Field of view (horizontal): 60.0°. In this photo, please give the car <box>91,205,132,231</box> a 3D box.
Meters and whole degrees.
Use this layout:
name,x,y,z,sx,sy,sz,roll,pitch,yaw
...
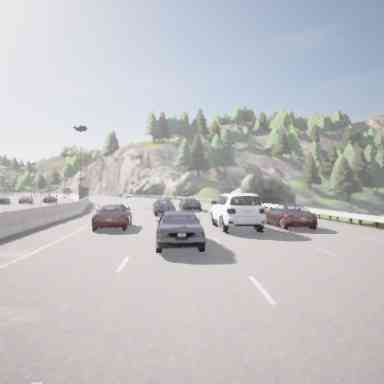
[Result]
name,x,y,z,sx,sy,sz,roll,pitch,yaw
car,-4.701,1.434,19.892,1.994,1.385,4.181,0,0,-6

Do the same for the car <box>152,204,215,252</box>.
name,x,y,z,sx,sy,sz,roll,pitch,yaw
car,-0.534,1.455,13.516,2.033,1.411,5.357,0,0,-4

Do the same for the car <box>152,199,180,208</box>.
name,x,y,z,sx,sy,sz,roll,pitch,yaw
car,-2.631,1.343,30.417,2.033,1.411,5.357,0,0,-10

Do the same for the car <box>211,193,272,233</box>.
name,x,y,z,sx,sy,sz,roll,pitch,yaw
car,2.464,1.089,18.959,2.150,2.045,5.566,0,0,-6

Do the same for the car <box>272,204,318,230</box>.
name,x,y,z,sx,sy,sz,roll,pitch,yaw
car,5.840,1.419,20.064,1.994,1.385,4.181,0,0,-6

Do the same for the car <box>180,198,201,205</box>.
name,x,y,z,sx,sy,sz,roll,pitch,yaw
car,-0.280,1.314,36.709,1.994,1.385,4.181,0,0,-11

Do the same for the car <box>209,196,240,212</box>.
name,x,y,z,sx,sy,sz,roll,pitch,yaw
car,3.412,1.240,36.105,2.128,1.511,4.902,0,0,-11
